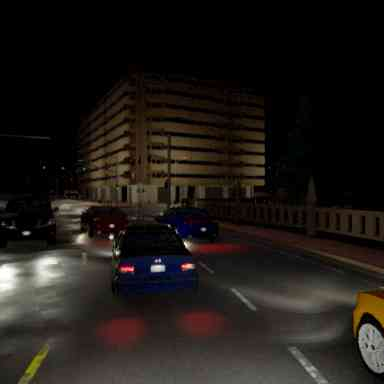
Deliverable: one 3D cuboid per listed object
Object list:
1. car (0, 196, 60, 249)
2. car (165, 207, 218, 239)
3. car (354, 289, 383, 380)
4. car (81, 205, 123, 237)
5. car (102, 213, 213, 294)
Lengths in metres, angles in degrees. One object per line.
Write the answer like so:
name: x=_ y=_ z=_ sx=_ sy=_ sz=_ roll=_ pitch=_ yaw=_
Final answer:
car: x=-7.336 y=1.210 z=15.065 sx=2.150 sy=2.045 sz=5.566 roll=0 pitch=0 yaw=-24
car: x=-0.426 y=1.464 z=16.688 sx=1.882 sy=1.535 sz=5.008 roll=0 pitch=0 yaw=-22
car: x=3.219 y=1.476 z=2.515 sx=1.882 sy=1.535 sz=5.008 roll=0 pitch=-1 yaw=-4
car: x=-4.863 y=1.462 z=18.100 sx=1.882 sy=1.535 sz=5.008 roll=0 pitch=0 yaw=-25
car: x=-1.218 y=1.540 z=8.950 sx=2.033 sy=1.411 sz=5.357 roll=0 pitch=0 yaw=-13
